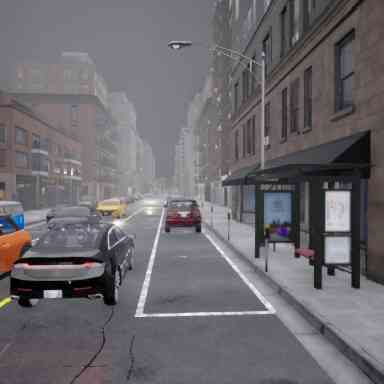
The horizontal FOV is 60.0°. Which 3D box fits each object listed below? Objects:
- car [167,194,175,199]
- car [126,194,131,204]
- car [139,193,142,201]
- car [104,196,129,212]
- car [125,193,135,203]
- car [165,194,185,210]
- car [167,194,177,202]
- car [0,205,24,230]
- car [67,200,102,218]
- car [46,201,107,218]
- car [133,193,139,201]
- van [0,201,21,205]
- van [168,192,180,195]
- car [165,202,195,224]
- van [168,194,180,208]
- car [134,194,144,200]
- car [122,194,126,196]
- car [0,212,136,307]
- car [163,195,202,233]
[{"bbox_3d":[-5.647,1.265,89.424,2.008,1.369,4.403,0,0,-4],"label":"car"},{"bbox_3d":[-10.970,1.365,51.103,2.008,1.369,4.403,0,0,-4],"label":"car"},{"bbox_3d":[-12.504,1.323,72.674,1.802,1.307,4.206,0,0,-4],"label":"car"},{"bbox_3d":[-6.744,1.379,27.848,1.882,1.535,5.008,0,0,-4],"label":"car"},{"bbox_3d":[-11.354,1.361,56.496,1.947,1.339,4.313,0,0,-4],"label":"car"},{"bbox_3d":[-2.138,1.192,40.895,2.192,1.841,5.009,0,0,-4],"label":"car"},{"bbox_3d":[-4.087,1.227,67.855,1.967,1.590,4.097,0,0,-4],"label":"car"},{"bbox_3d":[-5.320,1.321,7.211,2.097,1.767,4.553,0,0,-3],"label":"car"},{"bbox_3d":[-9.437,1.431,29.533,1.887,1.381,4.507,0,0,-4],"label":"car"},{"bbox_3d":[-6.023,1.440,17.558,1.837,1.490,4.892,0,0,-4],"label":"car"},{"bbox_3d":[-11.736,1.092,61.888,2.192,1.841,5.009,0,0,-4],"label":"car"},{"bbox_3d":[-8.286,1.281,13.354,1.690,1.788,3.998,0,0,-4],"label":"van"},{"bbox_3d":[-1.748,1.237,35.502,1.690,1.788,3.998,0,0,-4],"label":"van"},{"bbox_3d":[-0.969,1.482,24.719,2.008,1.369,4.403,0,0,-4],"label":"car"},{"bbox_3d":[-2.528,1.200,46.287,1.690,1.788,3.998,0,0,-4],"label":"van"},{"bbox_3d":[-13.271,1.256,83.459,2.008,1.369,4.403,0,0,-4],"label":"car"},{"bbox_3d":[-10.575,1.358,45.542,1.752,1.417,4.829,0,0,-4],"label":"car"},{"bbox_3d":[-2.478,1.469,7.932,2.128,1.511,4.902,0,0,-4],"label":"car"},{"bbox_3d":[-0.579,1.264,19.326,2.192,1.841,5.009,0,0,-4],"label":"car"}]
